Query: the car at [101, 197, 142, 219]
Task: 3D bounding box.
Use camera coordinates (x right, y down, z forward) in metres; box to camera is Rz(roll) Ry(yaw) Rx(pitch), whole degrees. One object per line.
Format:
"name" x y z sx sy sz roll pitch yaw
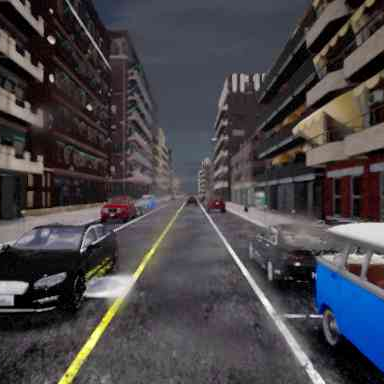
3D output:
"car" -5.690 1.318 26.283 2.192 1.841 5.009 0 0 0

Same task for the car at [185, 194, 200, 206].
"car" -0.017 1.527 55.435 1.837 1.490 4.892 0 0 0

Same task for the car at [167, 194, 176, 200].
"car" -5.714 1.390 94.227 2.192 1.841 5.009 0 0 0

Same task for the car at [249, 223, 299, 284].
"car" 2.694 1.551 9.300 2.008 1.369 4.403 0 0 0

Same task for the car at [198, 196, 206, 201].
"car" 2.666 1.632 88.568 1.947 1.339 4.313 0 0 0

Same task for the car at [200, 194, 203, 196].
"car" 2.672 1.607 71.582 1.947 1.339 4.313 0 0 0

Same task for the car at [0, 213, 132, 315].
"car" -3.032 1.491 7.826 2.128 1.511 4.902 0 0 1

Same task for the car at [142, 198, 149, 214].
"car" -5.693 1.556 31.944 2.008 1.369 4.403 0 0 0

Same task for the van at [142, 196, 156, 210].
"van" -5.696 1.352 43.269 1.690 1.788 3.998 0 0 0

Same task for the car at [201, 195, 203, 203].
"car" 2.681 1.542 49.105 1.752 1.417 4.829 0 0 0

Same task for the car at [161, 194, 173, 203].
"car" -5.708 1.566 71.409 1.752 1.417 4.829 0 0 0

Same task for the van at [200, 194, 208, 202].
"van" 2.672 1.390 77.244 1.690 1.788 3.998 0 0 0

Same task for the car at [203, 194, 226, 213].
"car" 2.686 1.324 37.610 2.192 1.841 5.009 0 0 0

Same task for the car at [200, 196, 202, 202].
"car" 2.678 1.603 54.595 1.802 1.307 4.206 0 0 0

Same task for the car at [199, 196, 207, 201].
"car" 2.668 1.602 82.907 1.887 1.381 4.507 0 0 0

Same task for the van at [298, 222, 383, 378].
"van" 2.698 1.341 3.638 1.690 1.788 3.998 0 0 0

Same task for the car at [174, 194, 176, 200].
"car" -5.712 1.607 82.903 2.008 1.369 4.403 0 0 0

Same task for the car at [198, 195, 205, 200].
"car" 2.664 1.657 94.230 1.802 1.307 4.206 0 0 0
